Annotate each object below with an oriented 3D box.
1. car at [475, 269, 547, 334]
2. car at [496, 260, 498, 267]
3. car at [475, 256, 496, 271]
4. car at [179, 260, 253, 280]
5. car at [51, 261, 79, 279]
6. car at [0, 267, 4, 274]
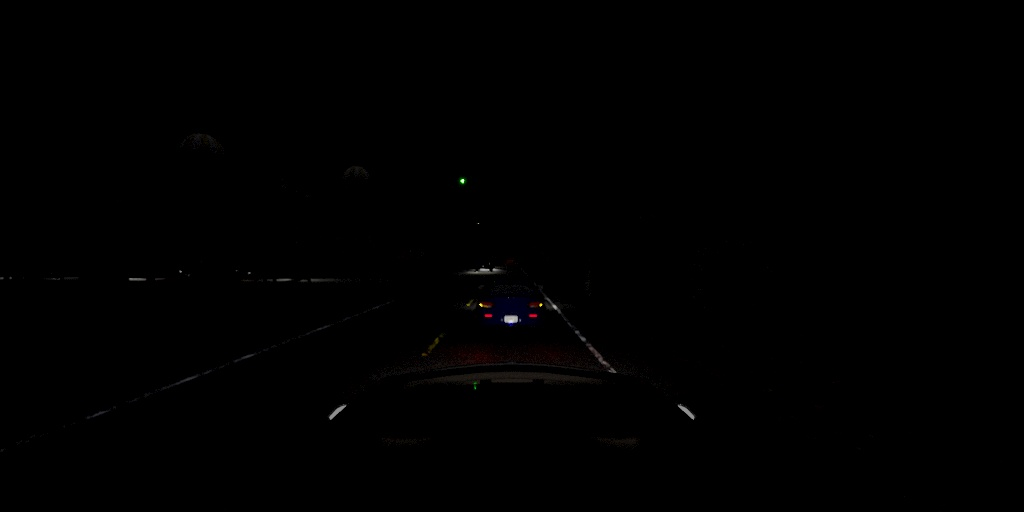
[{"bbox_3d":[-0.026,1.290,10.594,1.812,1.442,4.674,0,0,0],"label":"car"},{"bbox_3d":[-3.818,1.409,59.512,1.895,1.301,4.718,0,0,0],"label":"car"},{"bbox_3d":[-3.795,1.025,49.739,2.150,2.045,5.566,0,0,0],"label":"car"},{"bbox_3d":[-23.230,1.089,28.289,4.902,1.511,2.128,1,0,-2],"label":"car"},{"bbox_3d":[-33.189,1.067,28.198,4.181,1.385,1.994,1,0,-1],"label":"car"},{"bbox_3d":[-43.280,1.008,28.116,4.718,1.301,1.895,1,0,0],"label":"car"}]
